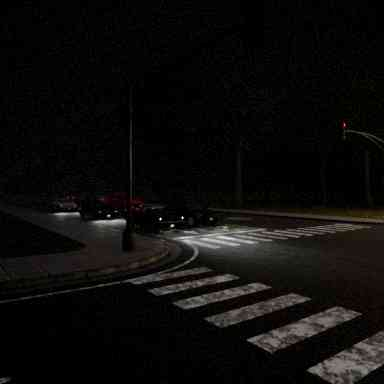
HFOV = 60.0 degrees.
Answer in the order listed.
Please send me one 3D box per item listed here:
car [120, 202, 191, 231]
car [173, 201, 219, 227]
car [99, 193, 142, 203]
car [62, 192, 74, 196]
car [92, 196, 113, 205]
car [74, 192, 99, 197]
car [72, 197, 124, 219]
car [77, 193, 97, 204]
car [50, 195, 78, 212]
[{"bbox_3d":[-2.369,1.542,20.242,1.895,1.301,4.718,0,0,-36],"label":"car"},{"bbox_3d":[-0.219,1.410,22.818,1.882,1.535,5.008,0,0,-35],"label":"car"},{"bbox_3d":[-6.460,1.116,31.410,2.150,2.045,5.566,0,0,-36],"label":"car"},{"bbox_3d":[-21.443,1.038,57.730,2.150,2.045,5.566,0,0,-36],"label":"car"},{"bbox_3d":[-14.570,1.349,53.840,1.812,1.442,4.674,0,0,-36],"label":"car"},{"bbox_3d":[-15.626,1.186,49.813,2.097,1.767,4.553,0,0,-35],"label":"car"},{"bbox_3d":[-8.035,1.454,28.051,2.033,1.411,5.357,0,0,-36],"label":"car"},{"bbox_3d":[-18.779,1.163,59.593,2.097,1.767,4.553,0,0,-36],"label":"car"},{"bbox_3d":[-14.076,1.401,36.377,1.812,1.442,4.674,0,0,-36],"label":"car"}]
